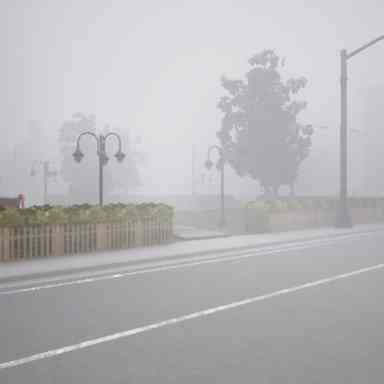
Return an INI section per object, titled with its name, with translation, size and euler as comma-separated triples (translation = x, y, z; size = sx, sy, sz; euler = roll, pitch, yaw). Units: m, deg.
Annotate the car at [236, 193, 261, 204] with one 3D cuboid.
[car]
translation = 10.500, 1.256, 61.874
size = 2.150, 2.045, 5.566
euler = 0, 0, -35
